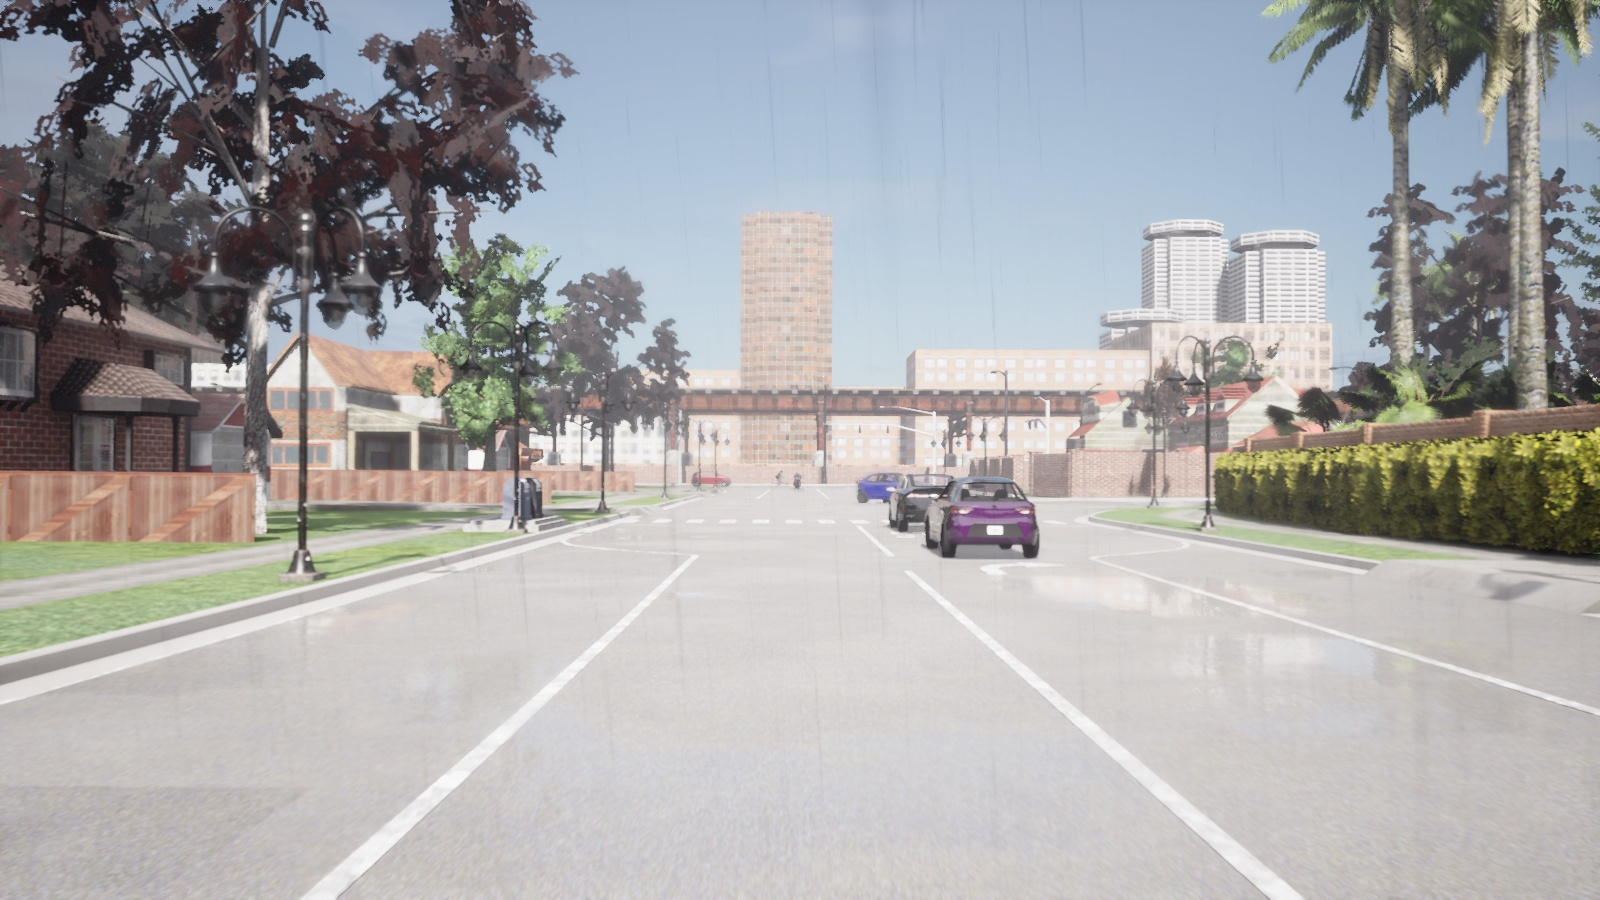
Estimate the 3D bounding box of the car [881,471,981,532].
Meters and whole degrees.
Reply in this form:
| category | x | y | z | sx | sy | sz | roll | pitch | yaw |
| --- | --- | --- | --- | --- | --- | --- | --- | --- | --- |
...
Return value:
| category | x | y | z | sx | sy | sz | roll | pitch | yaw |
| --- | --- | --- | --- | --- | --- | --- | --- | --- | --- |
| car | 3.417 | 1.320 | 33.625 | 2.128 | 1.511 | 4.902 | 0 | -1 | 0 |

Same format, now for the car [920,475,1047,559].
| category | x | y | z | sx | sy | sz | roll | pitch | yaw |
| --- | --- | --- | --- | --- | --- | --- | --- | --- | --- |
| car | 3.440 | 1.220 | 24.236 | 1.816 | 1.474 | 4.193 | 0 | -1 | 0 |

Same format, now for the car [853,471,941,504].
| category | x | y | z | sx | sy | sz | roll | pitch | yaw |
| --- | --- | --- | --- | --- | --- | --- | --- | --- | --- |
| car | 4.561 | 1.769 | 59.407 | 1.816 | 1.474 | 4.193 | 0 | -2 | -37 |
